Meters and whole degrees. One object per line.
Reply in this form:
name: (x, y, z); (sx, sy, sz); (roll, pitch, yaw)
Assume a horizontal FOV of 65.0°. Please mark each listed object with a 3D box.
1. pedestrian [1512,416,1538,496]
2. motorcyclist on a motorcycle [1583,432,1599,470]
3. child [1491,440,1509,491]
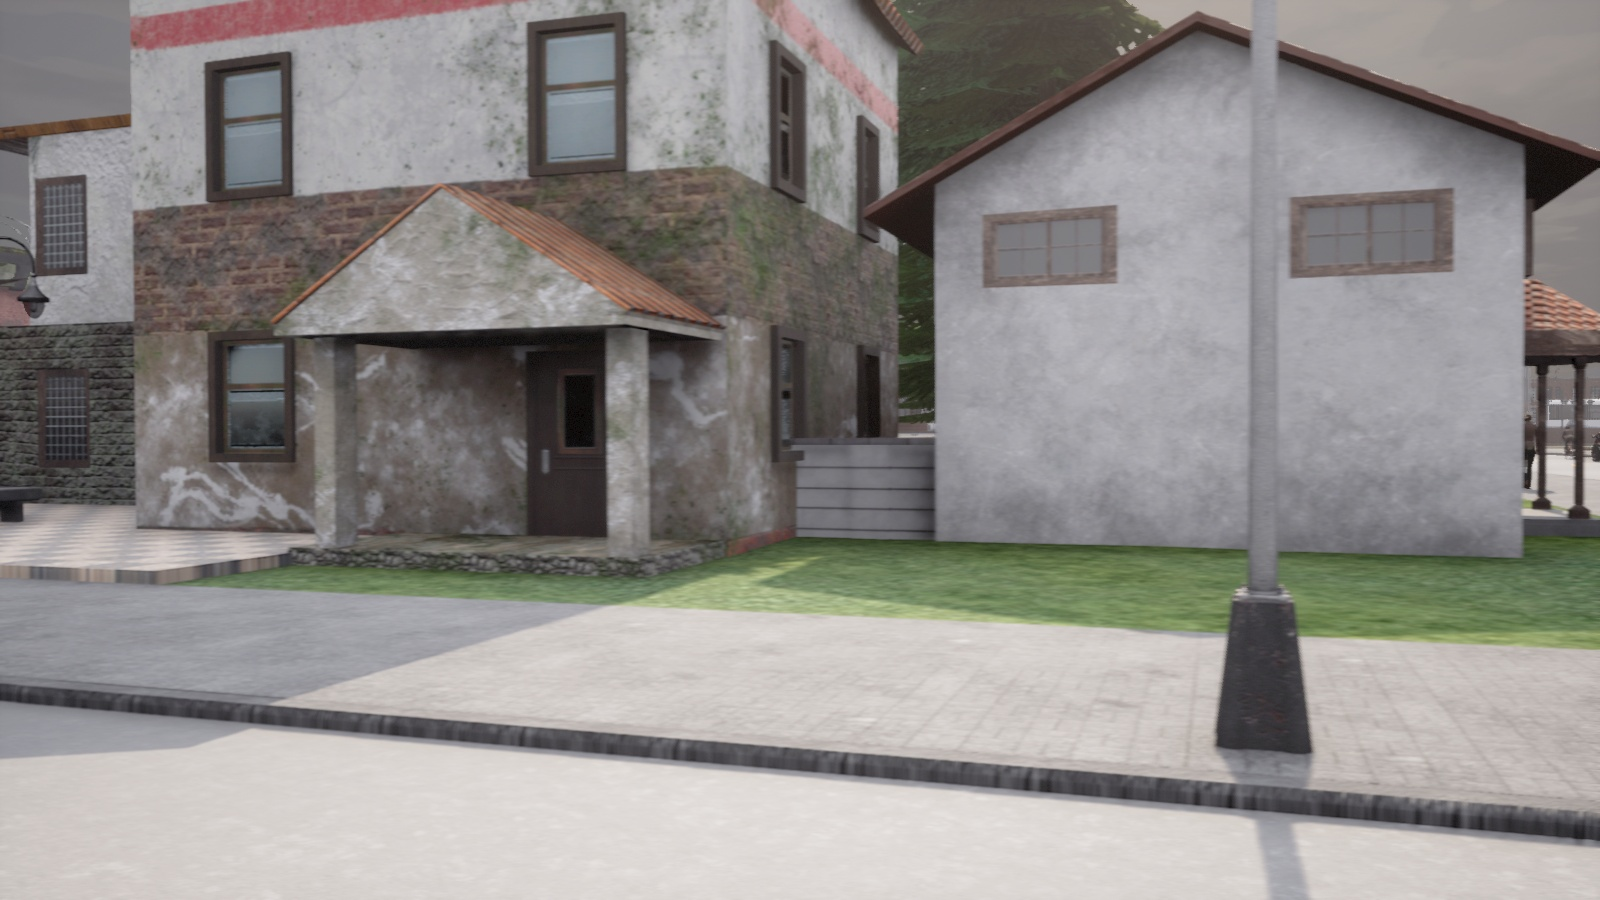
pedestrian: (16.831, 0.132, 29.166); (0.331, 1.846, 0.634); (0, 1, 12)
motorcyclist on a motorcycle: (35.538, 0.017, 55.789); (0.766, 1.649, 2.350); (1, 1, 19)
child: (17.575, 0.377, 31.535); (0.270, 1.263, 0.437); (0, 1, 11)
